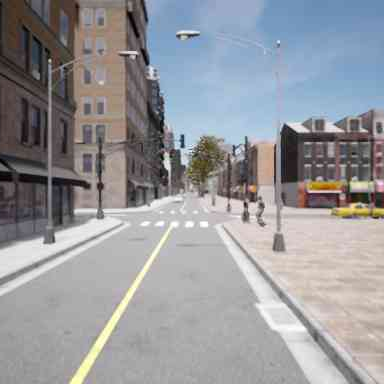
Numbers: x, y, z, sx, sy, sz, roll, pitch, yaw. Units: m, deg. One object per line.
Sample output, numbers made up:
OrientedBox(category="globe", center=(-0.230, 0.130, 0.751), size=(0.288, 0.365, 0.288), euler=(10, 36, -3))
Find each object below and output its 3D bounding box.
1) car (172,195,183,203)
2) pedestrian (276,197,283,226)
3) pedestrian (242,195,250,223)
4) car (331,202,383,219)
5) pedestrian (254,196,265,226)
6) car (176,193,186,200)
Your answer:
OrientedBox(category="car", center=(-2.603, 1.327, 61.728), size=(1.812, 1.442, 4.674), euler=(0, 0, 1))
OrientedBox(category="pedestrian", center=(5.563, 1.220, 21.057), size=(0.375, 1.860, 0.375), euler=(0, 0, 0))
OrientedBox(category="pedestrian", center=(3.551, 1.083, 21.663), size=(0.375, 1.860, 0.375), euler=(0, 0, 0))
OrientedBox(category="car", center=(13.967, 1.524, 27.210), size=(4.829, 1.417, 1.752), euler=(0, -1, 0))
OrientedBox(category="pedestrian", center=(4.202, 1.140, 20.461), size=(0.375, 1.860, 0.375), euler=(0, 0, 0))
OrientedBox(category="car", center=(-2.534, 1.015, 77.102), size=(2.033, 1.411, 5.357), euler=(0, 0, 0))
